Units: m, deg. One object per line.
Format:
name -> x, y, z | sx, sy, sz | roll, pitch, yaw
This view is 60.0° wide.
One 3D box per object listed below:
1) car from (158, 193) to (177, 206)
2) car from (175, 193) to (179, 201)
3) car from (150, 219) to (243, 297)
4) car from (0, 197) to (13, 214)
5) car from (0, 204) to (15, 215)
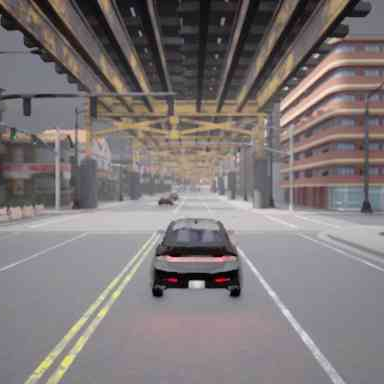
car -> -3.437, 1.185, 44.375 | 1.895, 1.301, 4.718 | 0, 1, 1
car -> -3.331, 0.947, 61.354 | 2.033, 1.411, 5.357 | 0, 1, 1
car -> 0.100, 1.412, 8.339 | 2.128, 1.511, 4.902 | 0, 1, 0
car -> -16.725, 1.051, 26.006 | 4.536, 1.218, 1.853 | 0, 1, -20
car -> -16.677, 1.209, 26.026 | 4.974, 1.542, 2.038 | 0, 1, -20
